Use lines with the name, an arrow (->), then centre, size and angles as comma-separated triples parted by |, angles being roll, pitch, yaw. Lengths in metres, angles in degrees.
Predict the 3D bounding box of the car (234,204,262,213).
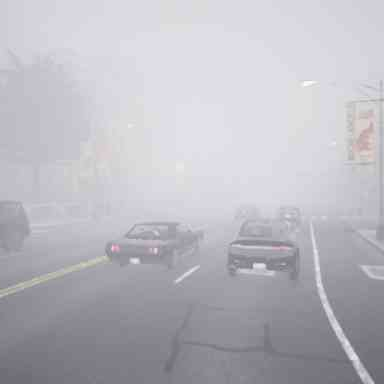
car -> 4.966, 1.759, 29.192 | 2.033, 1.411, 5.357 | 0, 0, 19

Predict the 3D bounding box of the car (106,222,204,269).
car -> -0.993, 1.680, 11.577 | 1.895, 1.301, 4.718 | 0, 0, 16

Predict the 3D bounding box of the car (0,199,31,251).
car -> -8.430, 1.294, 11.928 | 2.150, 2.045, 5.566 | 0, -1, 17

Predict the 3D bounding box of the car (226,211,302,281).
car -> 2.287, 1.568, 10.248 | 2.128, 1.511, 4.902 | 0, 0, 16

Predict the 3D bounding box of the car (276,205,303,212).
car -> 7.502, 1.740, 25.841 | 2.033, 1.411, 5.357 | 0, 0, 19
